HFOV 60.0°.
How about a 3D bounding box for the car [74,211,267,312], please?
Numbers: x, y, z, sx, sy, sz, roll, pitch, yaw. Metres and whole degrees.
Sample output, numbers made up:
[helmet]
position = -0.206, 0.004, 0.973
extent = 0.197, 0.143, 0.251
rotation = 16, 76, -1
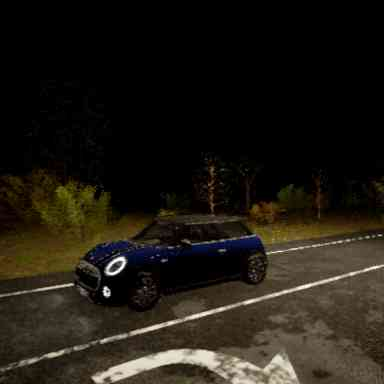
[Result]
[car]
position = -0.350, 1.378, 7.919
extent = 4.553, 1.767, 2.097
rotation = 0, 0, -36
